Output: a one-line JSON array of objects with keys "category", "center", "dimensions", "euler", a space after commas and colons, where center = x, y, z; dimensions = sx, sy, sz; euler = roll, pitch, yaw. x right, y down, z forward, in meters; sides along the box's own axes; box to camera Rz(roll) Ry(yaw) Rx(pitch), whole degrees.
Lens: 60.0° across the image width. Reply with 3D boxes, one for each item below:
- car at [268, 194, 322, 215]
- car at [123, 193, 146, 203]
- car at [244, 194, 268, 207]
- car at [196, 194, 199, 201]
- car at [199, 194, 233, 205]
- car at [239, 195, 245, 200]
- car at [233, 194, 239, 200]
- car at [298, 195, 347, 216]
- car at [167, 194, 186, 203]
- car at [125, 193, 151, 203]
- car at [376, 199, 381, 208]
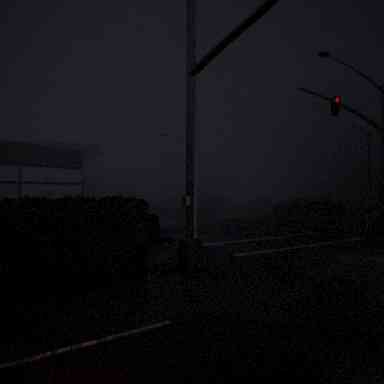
[{"category": "car", "center": [10.200, 1.327, 32.534], "dimensions": [5.027, 1.636, 2.152], "euler": [0, 0, -35]}, {"category": "car", "center": [-10.947, 1.073, 63.607], "dimensions": [3.866, 1.878, 1.905], "euler": [0, 0, -35]}, {"category": "car", "center": [9.669, 1.315, 46.639], "dimensions": [3.633, 1.501, 1.845], "euler": [0, 0, -35]}, {"category": "car", "center": [1.581, 1.292, 76.875], "dimensions": [4.514, 1.523, 2.007], "euler": [0, 0, -35]}, {"category": "car", "center": [3.959, 1.294, 54.839], "dimensions": [4.514, 1.523, 2.007], "euler": [0, 0, -35]}, {"category": "car", "center": [13.408, 1.147, 72.866], "dimensions": [5.027, 1.636, 2.152], "euler": [0, 0, -35]}, {"category": "car", "center": [9.454, 1.226, 77.931], "dimensions": [3.806, 1.475, 1.970], "euler": [0, 0, -35]}, {"category": "car", "center": [12.047, 1.336, 29.998], "dimensions": [4.514, 1.523, 2.007], "euler": [0, 0, -35]}, {"category": "car", "center": [-2.620, 1.093, 65.441], "dimensions": [4.605, 1.855, 1.932], "euler": [0, 0, -35]}, {"category": "car", "center": [-9.536, 1.358, 60.535], "dimensions": [3.806, 1.475, 1.970], "euler": [0, 0, -35]}, {"category": "car", "center": [25.558, 1.379, 43.145], "dimensions": [3.806, 1.475, 1.970], "euler": [0, 0, -35]}]
